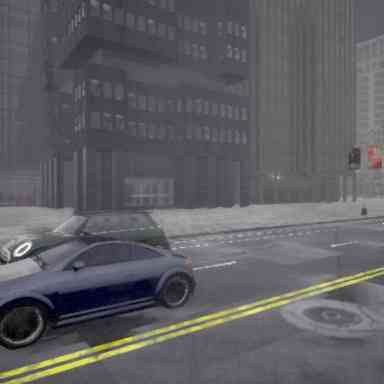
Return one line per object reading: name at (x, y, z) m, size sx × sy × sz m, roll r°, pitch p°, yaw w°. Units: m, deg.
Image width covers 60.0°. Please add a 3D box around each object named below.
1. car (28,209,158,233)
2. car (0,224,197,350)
car at (-2.914, 1.338, 9.576) m, size 4.553 × 1.767 × 2.097 m, roll 0°, pitch 0°, yaw -35°
car at (-1.972, 1.555, 6.258) m, size 4.181 × 1.385 × 1.994 m, roll 0°, pitch 0°, yaw -35°
